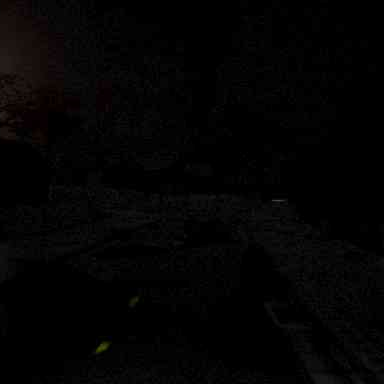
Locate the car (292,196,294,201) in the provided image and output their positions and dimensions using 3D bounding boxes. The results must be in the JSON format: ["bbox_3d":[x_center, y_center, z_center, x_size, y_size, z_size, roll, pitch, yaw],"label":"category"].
[{"bbox_3d":[28.129,1.553,88.421,2.128,1.511,4.902,-1,-1,37],"label":"car"}]
